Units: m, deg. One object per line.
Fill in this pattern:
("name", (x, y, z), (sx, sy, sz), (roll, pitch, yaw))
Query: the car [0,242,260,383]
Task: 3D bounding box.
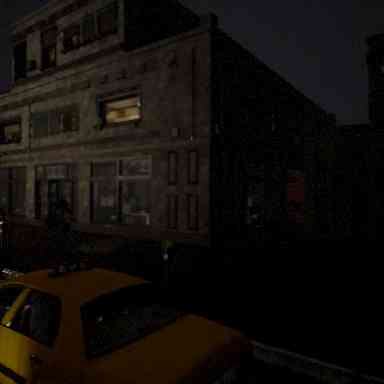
("car", (-1.634, 1.499, 4.042), (4.829, 1.417, 1.752), (1, 0, 35))
